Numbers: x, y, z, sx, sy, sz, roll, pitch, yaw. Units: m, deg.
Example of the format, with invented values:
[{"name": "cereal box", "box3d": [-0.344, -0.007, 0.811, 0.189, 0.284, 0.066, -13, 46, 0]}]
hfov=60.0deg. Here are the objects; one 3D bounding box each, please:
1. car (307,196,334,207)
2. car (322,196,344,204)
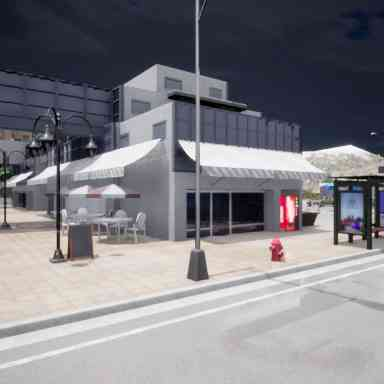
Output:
[{"name": "car", "box3d": [19.131, 1.345, 48.810, 5.027, 1.636, 2.152, 0, 0, -36]}, {"name": "car", "box3d": [28.404, 1.489, 66.928, 4.514, 1.523, 2.007, 0, 0, -36]}]
